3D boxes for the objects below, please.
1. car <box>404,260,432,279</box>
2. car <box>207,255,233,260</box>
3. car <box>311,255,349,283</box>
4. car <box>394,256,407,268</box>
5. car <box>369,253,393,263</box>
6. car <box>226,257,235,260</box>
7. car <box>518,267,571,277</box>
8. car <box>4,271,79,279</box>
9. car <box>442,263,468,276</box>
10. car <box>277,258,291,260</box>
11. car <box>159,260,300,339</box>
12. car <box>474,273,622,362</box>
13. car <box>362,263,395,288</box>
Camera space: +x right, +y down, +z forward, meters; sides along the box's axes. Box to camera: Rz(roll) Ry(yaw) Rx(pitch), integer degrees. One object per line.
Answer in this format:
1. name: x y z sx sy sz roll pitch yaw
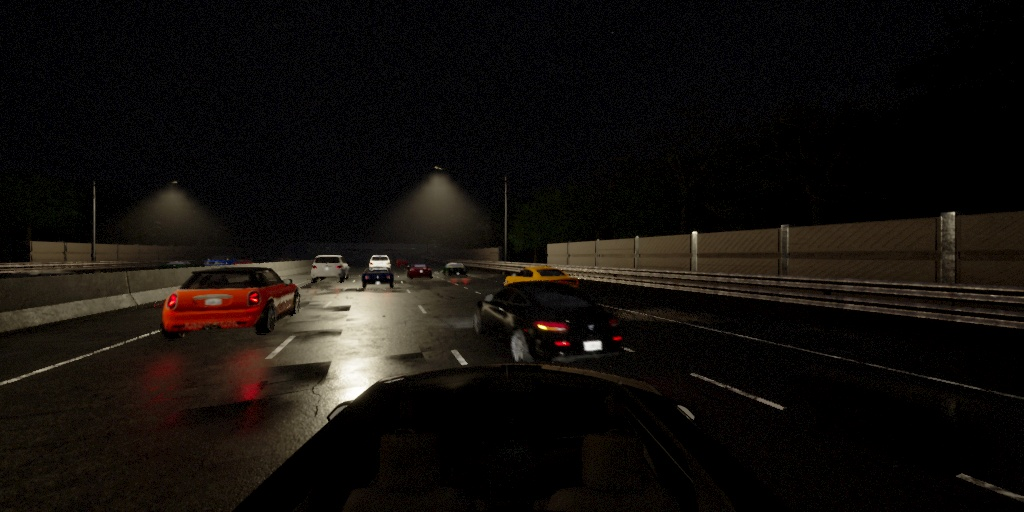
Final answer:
1. car: -8.551 1.308 32.902 1.994 1.385 4.181 0 0 -20
2. car: -40.775 0.940 50.185 2.150 2.045 5.566 0 0 -19
3. car: -14.196 0.966 28.215 2.150 2.045 5.566 0 0 -20
4. car: -19.021 1.199 62.317 1.882 1.535 5.008 0 0 -19
5. car: -14.592 0.955 39.704 2.150 2.045 5.566 0 0 -20
6. car: -36.566 1.247 48.705 1.812 1.442 4.674 0 0 -19
7. car: 1.205 1.228 16.515 1.882 1.535 5.008 0 0 -20
8. car: -21.142 1.348 15.945 1.895 1.301 4.718 0 0 -20
9. car: -5.859 1.344 36.049 1.895 1.301 4.718 0 0 -20
10. car: -34.922 1.070 54.617 2.097 1.767 4.553 0 0 -19
11. car: -7.740 1.101 10.410 2.097 1.767 4.553 0 0 -20
12. car: 0.507 1.276 7.921 1.812 1.442 4.674 0 0 -20
13. car: -9.029 1.349 24.199 1.895 1.301 4.718 0 0 -20
